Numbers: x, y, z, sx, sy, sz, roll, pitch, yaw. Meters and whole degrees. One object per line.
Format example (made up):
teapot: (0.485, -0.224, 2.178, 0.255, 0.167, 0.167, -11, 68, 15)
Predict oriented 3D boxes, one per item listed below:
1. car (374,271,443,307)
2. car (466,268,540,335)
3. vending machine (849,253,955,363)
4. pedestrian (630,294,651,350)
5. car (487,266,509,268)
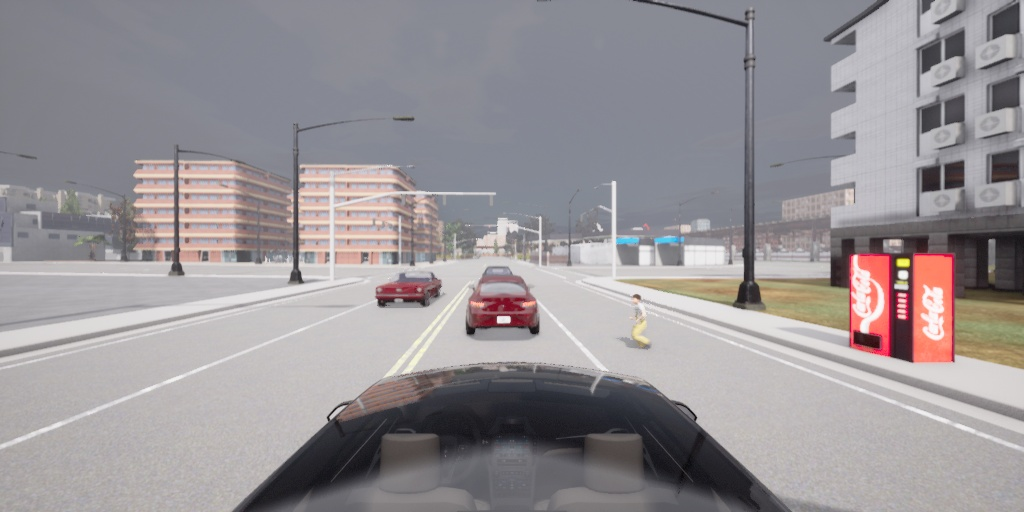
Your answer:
car: (-4.208, 1.311, 15.229, 1.895, 1.301, 4.718, 0, 0, -3)
car: (-0.298, 1.251, 10.305, 1.812, 1.442, 4.674, 0, 0, -3)
vending machine: (7.204, 0.932, 6.697, 1.100, 2.100, 0.880, 0, 0, -3)
pedestrian: (2.684, 1.307, 7.501, 0.375, 1.300, 0.375, 0, 0, -3)
car: (-0.785, 1.244, 19.877, 2.033, 1.411, 5.357, 0, 0, -3)
